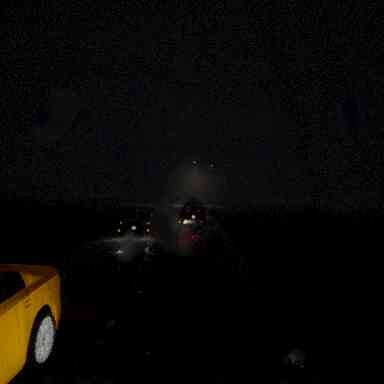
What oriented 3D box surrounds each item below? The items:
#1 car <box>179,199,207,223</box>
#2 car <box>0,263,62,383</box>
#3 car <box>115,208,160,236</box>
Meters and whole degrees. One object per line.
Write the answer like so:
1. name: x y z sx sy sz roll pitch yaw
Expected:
1. car: 0.106 1.502 25.791 1.837 1.490 4.892 0 0 0
2. car: -2.831 1.473 2.854 1.882 1.535 5.008 0 0 0
3. car: -2.845 1.551 18.201 1.994 1.385 4.181 0 0 0
